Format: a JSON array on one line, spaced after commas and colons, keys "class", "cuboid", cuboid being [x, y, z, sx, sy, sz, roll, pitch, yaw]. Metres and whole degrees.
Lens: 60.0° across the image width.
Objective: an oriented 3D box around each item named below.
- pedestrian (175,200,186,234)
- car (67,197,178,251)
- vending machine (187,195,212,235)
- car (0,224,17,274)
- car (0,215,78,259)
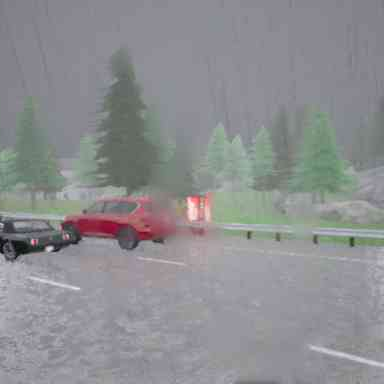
[{"class": "pedestrian", "cuboid": [-0.566, 1.313, 17.887, 0.375, 1.860, 0.375, 0, 0, 33]}, {"class": "car", "cuboid": [-3.235, 1.254, 14.437, 5.566, 2.045, 2.150, 0, 0, 32]}, {"class": "vending machine", "cuboid": [0.398, 1.208, 18.022, 0.880, 2.100, 1.100, 0, 0, 33]}, {"class": "car", "cuboid": [-6.607, 1.574, 8.268, 4.674, 1.442, 1.812, 0, 0, 33]}, {"class": "car", "cuboid": [-6.723, 1.654, 12.497, 4.718, 1.301, 1.895, 0, 0, 32]}]
